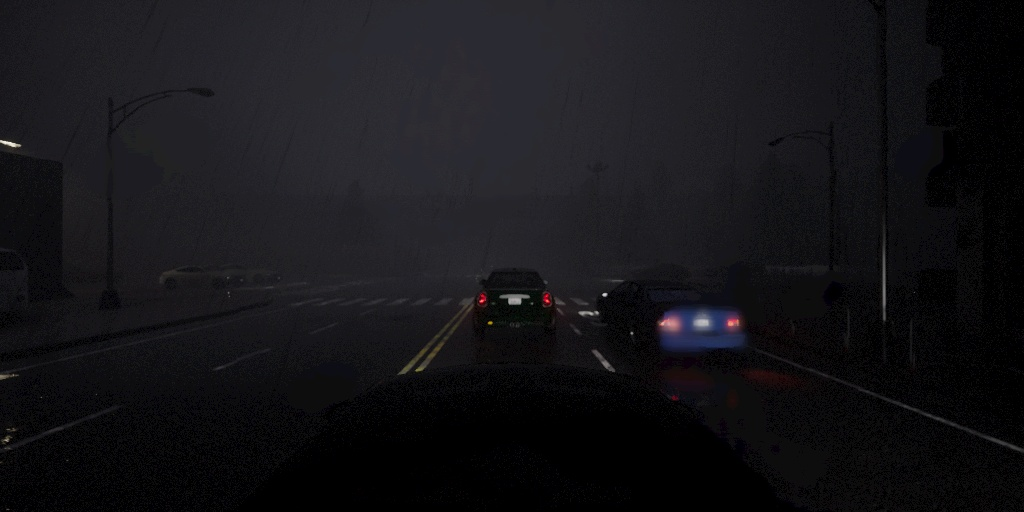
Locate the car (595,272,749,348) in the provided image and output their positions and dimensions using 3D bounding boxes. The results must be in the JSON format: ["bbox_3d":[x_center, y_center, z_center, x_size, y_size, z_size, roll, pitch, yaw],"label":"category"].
[{"bbox_3d":[3.590,1.323,9.226,2.033,1.411,5.357,0,0,0],"label":"car"}]

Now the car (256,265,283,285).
[{"bbox_3d":[-19.054,1.302,25.731,4.674,1.442,1.812,0,0,0],"label":"car"}]

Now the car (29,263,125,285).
[{"bbox_3d":[-30.951,1.376,25.714,4.718,1.301,1.895,0,0,0],"label":"car"}]

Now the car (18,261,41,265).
[{"bbox_3d":[-37.331,1.314,29.405,4.674,1.442,1.812,0,0,0],"label":"car"}]

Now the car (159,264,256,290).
[{"bbox_3d":[-19.040,1.290,22.227,4.674,1.442,1.812,0,0,0],"label":"car"}]

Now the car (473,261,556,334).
[{"bbox_3d":[0.061,1.132,10.834,2.097,1.767,4.553,0,0,0],"label":"car"}]

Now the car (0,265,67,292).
[{"bbox_3d":[-31.288,1.364,22.213,4.718,1.301,1.895,0,0,0],"label":"car"}]

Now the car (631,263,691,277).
[{"bbox_3d":[12.190,1.314,29.430,4.674,1.442,1.812,0,0,1],"label":"car"}]

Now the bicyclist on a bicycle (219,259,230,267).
[{"bbox_3d":[-29.408,1.114,36.699,0.582,1.620,1.656,0,0,0],"label":"bicyclist on a bicycle"}]

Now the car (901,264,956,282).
[{"bbox_3d":[32.099,1.304,26.492,4.674,1.442,1.812,0,0,25],"label":"car"}]

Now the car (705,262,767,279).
[{"bbox_3d":[20.251,1.303,32.521,4.892,1.490,1.837,0,0,5],"label":"car"}]
